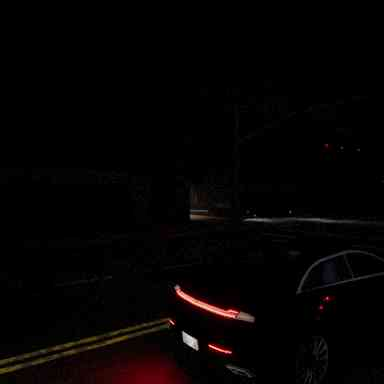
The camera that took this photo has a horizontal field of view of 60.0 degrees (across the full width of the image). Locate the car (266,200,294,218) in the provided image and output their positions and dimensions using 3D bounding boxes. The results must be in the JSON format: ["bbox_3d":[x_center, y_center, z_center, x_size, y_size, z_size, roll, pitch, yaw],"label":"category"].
[{"bbox_3d":[7.134,1.491,30.983,2.128,1.511,4.902,0,0,-37],"label":"car"}]

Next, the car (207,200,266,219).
[{"bbox_3d":[3.640,1.547,29.783,2.033,1.411,5.357,0,0,-37],"label":"car"}]

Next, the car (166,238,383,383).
[{"bbox_3d":[1.954,1.492,5.223,4.902,1.511,2.128,0,0,-35],"label":"car"}]
